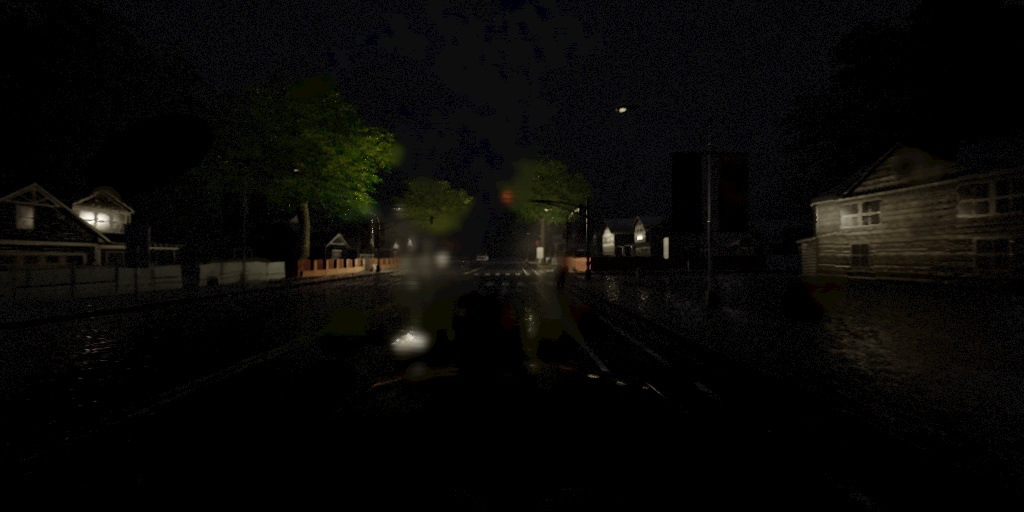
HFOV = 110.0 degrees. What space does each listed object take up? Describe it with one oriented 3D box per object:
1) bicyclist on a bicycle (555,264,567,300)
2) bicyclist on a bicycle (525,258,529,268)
[{"bbox_3d":[2.263,1.172,16.446,0.582,1.620,1.656,0,0,0],"label":"bicyclist on a bicycle"},{"bbox_3d":[2.269,1.080,54.441,0.582,1.620,1.656,0,0,0],"label":"bicyclist on a bicycle"}]
